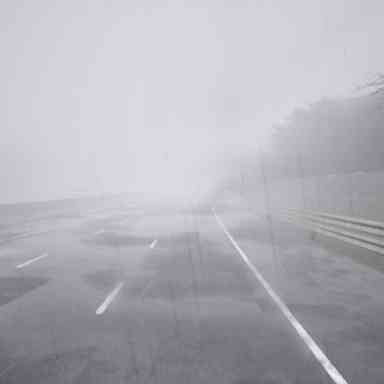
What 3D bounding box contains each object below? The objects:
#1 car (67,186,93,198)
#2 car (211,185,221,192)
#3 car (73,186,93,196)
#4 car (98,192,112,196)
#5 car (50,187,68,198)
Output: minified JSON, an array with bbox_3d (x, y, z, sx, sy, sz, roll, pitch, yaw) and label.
[{"bbox_3d":[-19.502,0.374,59.157,2.150,2.045,5.566,0,2,3],"label":"car"},{"bbox_3d":[6.490,-0.384,86.858,1.837,1.490,4.892,0,2,3],"label":"car"},{"bbox_3d":[-22.483,-0.232,68.967,2.150,2.045,5.566,0,2,3],"label":"car"},{"bbox_3d":[-15.895,0.646,61.261,1.994,1.385,4.181,0,2,4],"label":"car"},{"bbox_3d":[-25.534,0.111,64.827,2.150,2.045,5.566,0,2,0],"label":"car"}]
